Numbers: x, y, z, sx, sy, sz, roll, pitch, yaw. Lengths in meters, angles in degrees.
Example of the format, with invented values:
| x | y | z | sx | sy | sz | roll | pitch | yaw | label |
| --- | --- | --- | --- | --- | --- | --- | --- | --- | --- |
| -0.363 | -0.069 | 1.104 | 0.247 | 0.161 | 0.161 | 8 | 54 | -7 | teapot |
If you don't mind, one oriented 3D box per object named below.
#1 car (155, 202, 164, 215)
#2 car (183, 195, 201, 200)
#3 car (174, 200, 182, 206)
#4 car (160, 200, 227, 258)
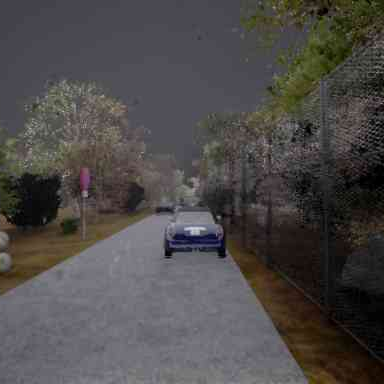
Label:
| x | y | z | sx | sy | sz | roll | pitch | yaw | label |
| --- | --- | --- | --- | --- | --- | --- | --- | --- | --- |
| -2.944 | 1.801 | 36.954 | 1.895 | 1.301 | 4.718 | 0 | -1 | 0 | car |
| 0.013 | 1.388 | 34.865 | 2.150 | 2.045 | 5.566 | -1 | -1 | 0 | car |
| -3.187 | 2.539 | 78.308 | 1.812 | 1.442 | 4.674 | 0 | -2 | -1 | car |
| 0.099 | 1.344 | 12.957 | 2.097 | 1.767 | 4.553 | 0 | 0 | 0 | car |
